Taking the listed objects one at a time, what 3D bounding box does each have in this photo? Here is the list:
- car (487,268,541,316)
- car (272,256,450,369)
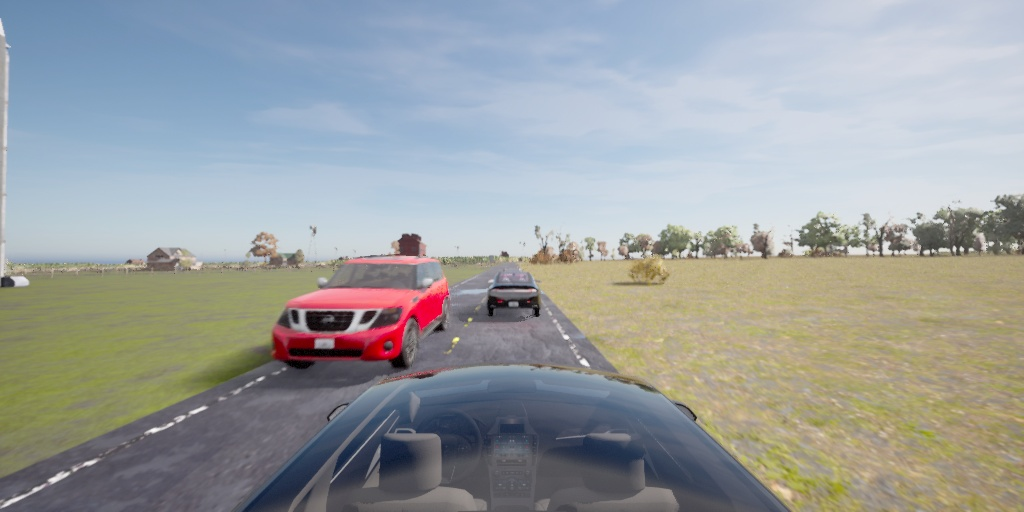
[{"bbox_3d":[0.078,1.351,13.941,2.128,1.511,4.902,0,0,0],"label":"car"},{"bbox_3d":[-2.861,1.022,8.287,2.150,2.045,5.566,0,-1,0],"label":"car"}]
